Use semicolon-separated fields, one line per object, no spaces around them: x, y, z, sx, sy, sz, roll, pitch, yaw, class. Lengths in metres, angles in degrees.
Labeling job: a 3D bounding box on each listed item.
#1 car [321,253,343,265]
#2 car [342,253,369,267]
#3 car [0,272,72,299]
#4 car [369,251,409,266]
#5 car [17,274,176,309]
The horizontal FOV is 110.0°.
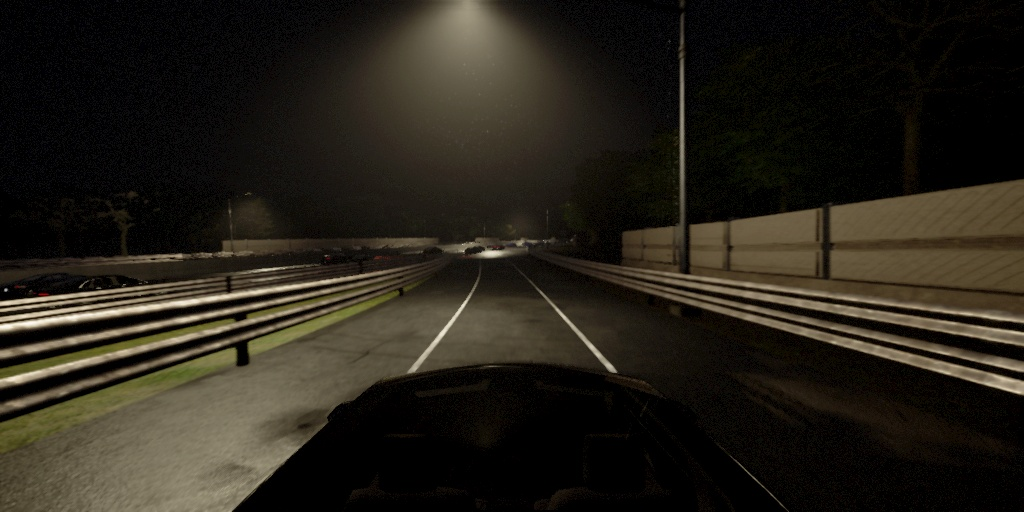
-20.328;0.358;42.473;2.128;1.511;4.902;0;3;15;car
-16.933;0.478;41.623;1.895;1.301;4.718;0;3;15;car
-25.978;1.637;20.742;1.994;1.385;4.181;0;3;15;car
-13.565;0.247;40.663;2.097;1.767;4.553;0;3;15;car
-19.580;1.664;17.530;1.837;1.490;4.892;0;3;15;car
